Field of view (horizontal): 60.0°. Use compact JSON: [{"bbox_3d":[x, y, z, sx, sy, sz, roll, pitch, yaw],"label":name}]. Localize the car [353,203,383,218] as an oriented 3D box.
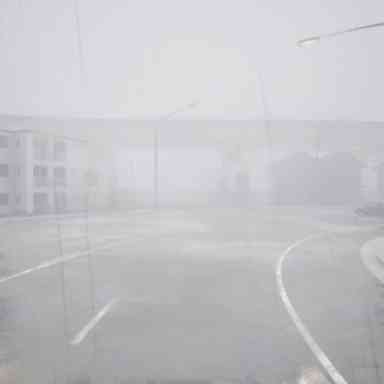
[{"bbox_3d":[16.675,1.578,29.008,4.718,1.301,1.895,0,0,-14],"label":"car"}]
